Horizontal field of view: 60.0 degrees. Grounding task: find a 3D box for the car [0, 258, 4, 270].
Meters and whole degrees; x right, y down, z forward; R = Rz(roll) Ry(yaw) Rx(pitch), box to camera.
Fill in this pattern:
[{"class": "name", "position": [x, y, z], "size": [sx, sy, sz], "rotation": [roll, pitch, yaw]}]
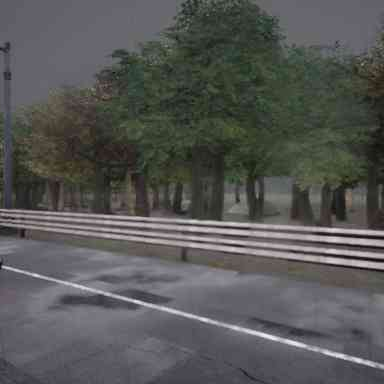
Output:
[{"class": "car", "position": [-7.282, 1.571, 9.187], "size": [5.357, 1.411, 2.033], "rotation": [0, 0, 36]}]
